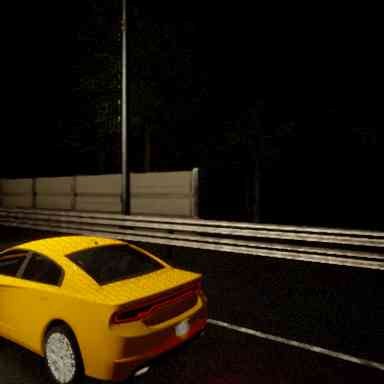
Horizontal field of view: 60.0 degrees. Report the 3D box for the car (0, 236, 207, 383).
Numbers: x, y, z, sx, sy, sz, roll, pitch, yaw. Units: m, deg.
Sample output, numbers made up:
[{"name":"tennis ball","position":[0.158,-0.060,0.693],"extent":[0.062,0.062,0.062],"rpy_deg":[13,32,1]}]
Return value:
[{"name":"car","position":[-2.128,1.466,5.386],"extent":[5.008,1.535,1.882],"rpy_deg":[0,0,35]}]
